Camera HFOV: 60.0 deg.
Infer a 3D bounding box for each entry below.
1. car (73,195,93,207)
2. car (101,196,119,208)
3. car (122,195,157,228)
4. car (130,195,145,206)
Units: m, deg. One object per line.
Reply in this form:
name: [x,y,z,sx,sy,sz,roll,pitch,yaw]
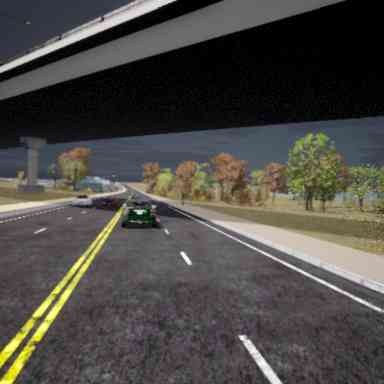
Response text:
car: [-13.560,1.064,41.534,1.812,1.442,4.674,2,0,-9]
car: [-10.451,1.232,42.621,1.994,1.385,4.181,2,0,-9]
car: [-3.460,1.257,21.903,2.097,1.767,4.553,2,0,-10]
car: [-8.402,1.263,50.897,2.128,1.511,4.902,2,0,-10]
